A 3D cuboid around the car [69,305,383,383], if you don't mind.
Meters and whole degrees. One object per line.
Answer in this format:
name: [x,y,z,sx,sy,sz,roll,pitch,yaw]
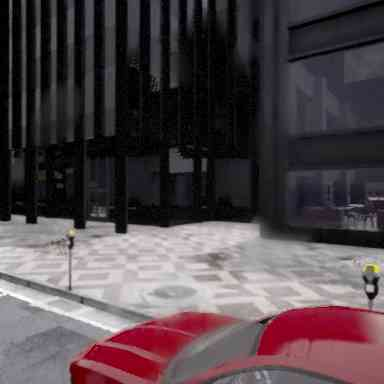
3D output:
car: [0.955,1.543,2.280,4.507,1.381,1.887,0,0,35]
